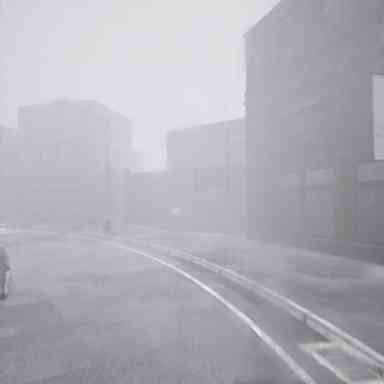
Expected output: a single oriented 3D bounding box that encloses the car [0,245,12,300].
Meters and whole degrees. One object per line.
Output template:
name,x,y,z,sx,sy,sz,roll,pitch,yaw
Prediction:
car,-4.469,1.425,5.398,2.097,1.767,4.553,0,-1,-18
